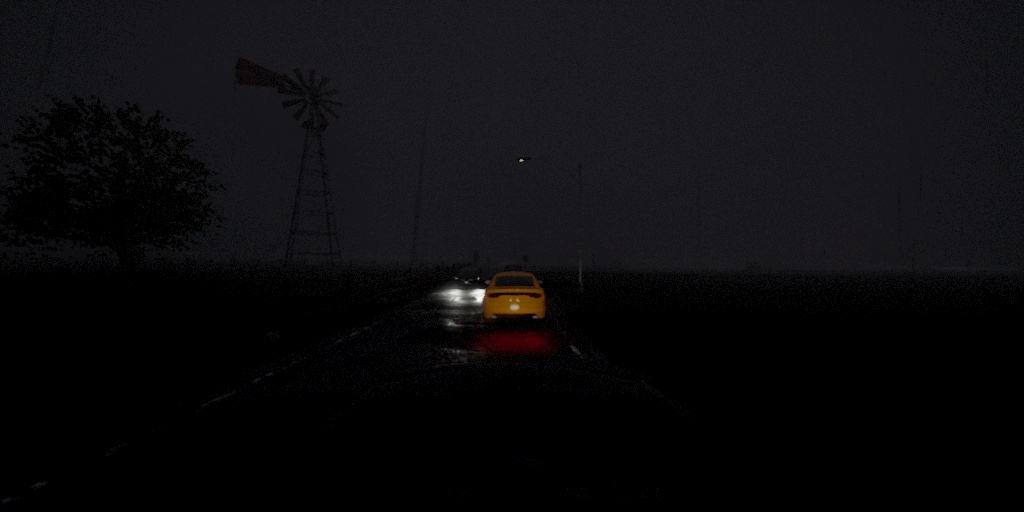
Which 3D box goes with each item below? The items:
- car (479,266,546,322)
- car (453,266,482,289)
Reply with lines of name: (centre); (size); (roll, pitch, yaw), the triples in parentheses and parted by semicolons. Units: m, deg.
car: (0.081, 1.295, 12.554); (1.882, 1.535, 5.008); (0, 0, 0)
car: (-2.860, 1.421, 24.899); (1.812, 1.442, 4.674); (0, 0, 0)
